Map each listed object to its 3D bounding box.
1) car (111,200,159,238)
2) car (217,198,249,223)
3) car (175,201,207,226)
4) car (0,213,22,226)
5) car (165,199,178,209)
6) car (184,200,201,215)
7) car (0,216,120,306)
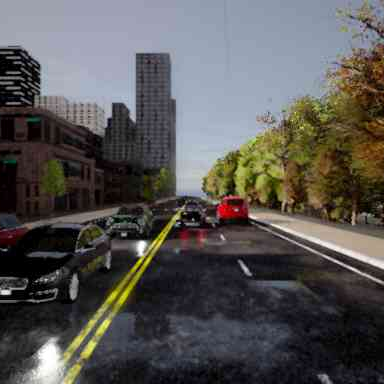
[{"bbox_3d":[-3.317,1.515,18.598,2.097,1.767,4.553,0,0,0],"label":"car"},{"bbox_3d":[3.341,1.467,27.718,2.150,2.045,5.566,0,0,0],"label":"car"},{"bbox_3d":[0.090,1.714,25.189,2.128,1.511,4.902,0,0,0],"label":"car"},{"bbox_3d":[-6.593,1.437,9.683,2.097,1.767,4.553,0,0,0],"label":"car"},{"bbox_3d":[-3.316,1.978,54.729,1.837,1.490,4.892,0,0,1],"label":"car"},{"bbox_3d":[0.056,1.832,40.831,1.882,1.535,5.008,0,0,0],"label":"car"},{"bbox_3d":[-3.346,1.580,8.405,1.837,1.490,4.892,0,-1,0],"label":"car"}]
